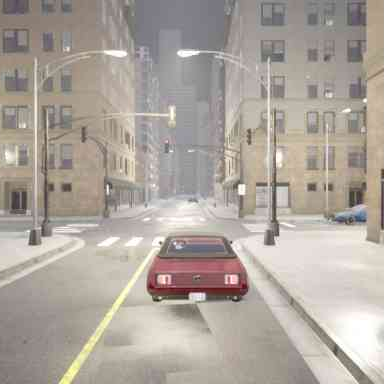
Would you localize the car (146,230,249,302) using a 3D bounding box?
[{"bbox_3d":[0.093,1.600,8.214,1.895,1.301,4.718,0,0,0],"label":"car"}]

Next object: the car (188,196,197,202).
[{"bbox_3d":[0.098,1.564,75.127,1.895,1.301,4.718,0,0,0],"label":"car"}]

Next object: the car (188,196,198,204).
[{"bbox_3d":[0.180,1.505,65.198,1.812,1.442,4.674,0,0,0],"label":"car"}]

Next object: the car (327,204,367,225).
[{"bbox_3d":[12.198,1.512,22.804,5.357,1.411,2.033,0,0,3],"label":"car"}]
